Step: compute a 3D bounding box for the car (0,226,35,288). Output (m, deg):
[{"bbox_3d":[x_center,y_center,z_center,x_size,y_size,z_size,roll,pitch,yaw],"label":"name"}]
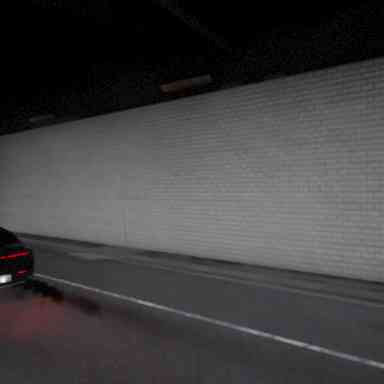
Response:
[{"bbox_3d":[-5.768,1.506,8.112,4.892,1.490,1.837,0,0,36],"label":"car"}]
